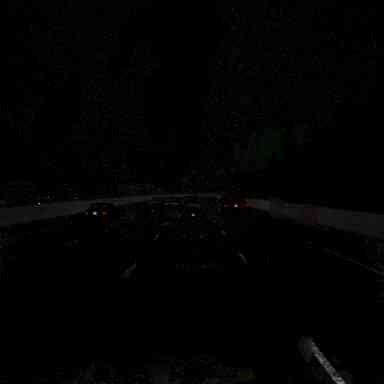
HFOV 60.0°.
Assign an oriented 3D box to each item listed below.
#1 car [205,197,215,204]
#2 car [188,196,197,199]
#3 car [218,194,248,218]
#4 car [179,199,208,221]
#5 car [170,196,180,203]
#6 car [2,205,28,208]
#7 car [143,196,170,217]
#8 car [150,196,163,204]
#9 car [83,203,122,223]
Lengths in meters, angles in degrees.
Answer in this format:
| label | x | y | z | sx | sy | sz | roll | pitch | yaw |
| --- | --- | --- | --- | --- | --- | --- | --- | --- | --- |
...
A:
| label | x | y | z | sx | sy | sz | roll | pitch | yaw |
| --- | --- | --- | --- | --- | --- | --- | --- | --- | --- |
| car | 3.551 | 1.584 | 65.548 | 1.895 | 1.301 | 4.718 | 0 | 0 | 0 |
| car | 0.064 | 1.467 | 65.483 | 2.128 | 1.511 | 4.902 | 0 | 0 | 0 |
| car | 3.602 | 1.218 | 29.998 | 2.150 | 2.045 | 5.566 | 0 | 0 | 0 |
| car | 0.090 | 1.516 | 26.987 | 1.812 | 1.442 | 4.674 | 0 | 0 | 0 |
| car | -3.435 | 1.532 | 65.495 | 1.994 | 1.385 | 4.181 | 0 | 0 | 0 |
| car | -17.578 | 1.426 | 32.599 | 1.882 | 1.535 | 5.008 | 0 | 0 | 0 |
| car | -3.412 | 1.458 | 31.110 | 1.882 | 1.535 | 5.008 | 0 | 0 | 0 |
| car | -6.936 | 1.524 | 65.276 | 1.994 | 1.385 | 4.181 | 0 | 0 | 0 |
| car | -6.751 | 1.522 | 25.435 | 2.033 | 1.411 | 5.357 | 0 | 0 | -1 |
